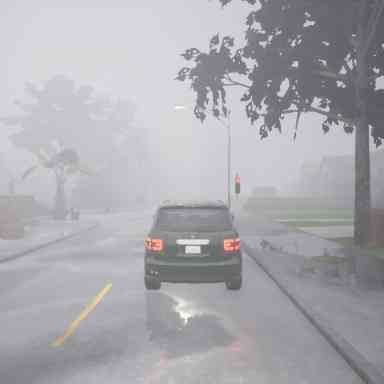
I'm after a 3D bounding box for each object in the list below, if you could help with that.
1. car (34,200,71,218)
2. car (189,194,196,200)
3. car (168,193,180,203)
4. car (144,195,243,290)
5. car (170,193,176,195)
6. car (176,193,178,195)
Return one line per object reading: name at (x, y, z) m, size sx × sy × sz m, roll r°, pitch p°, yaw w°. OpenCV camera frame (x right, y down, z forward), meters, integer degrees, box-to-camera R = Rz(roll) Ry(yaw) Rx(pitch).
car at (-13.081, 1.504, 28.936) m, size 4.892 × 1.490 × 1.837 m, roll 0°, pitch 0°, yaw 0°
car at (0.078, 1.356, 88.161) m, size 1.812 × 1.442 × 4.674 m, roll 0°, pitch 0°, yaw 0°
car at (-3.935, 1.225, 73.359) m, size 2.150 × 2.045 × 5.566 m, roll 0°, pitch 0°, yaw 0°
car at (0.045, 1.221, 9.205) m, size 2.150 × 2.045 × 5.566 m, roll 0°, pitch 0°, yaw 1°
car at (-4.046, 1.352, 52.444) m, size 2.097 × 1.767 × 4.553 m, roll 0°, pitch 0°, yaw 0°
car at (-4.003, 1.491, 62.846) m, size 2.128 × 1.511 × 4.902 m, roll 0°, pitch 0°, yaw 0°
